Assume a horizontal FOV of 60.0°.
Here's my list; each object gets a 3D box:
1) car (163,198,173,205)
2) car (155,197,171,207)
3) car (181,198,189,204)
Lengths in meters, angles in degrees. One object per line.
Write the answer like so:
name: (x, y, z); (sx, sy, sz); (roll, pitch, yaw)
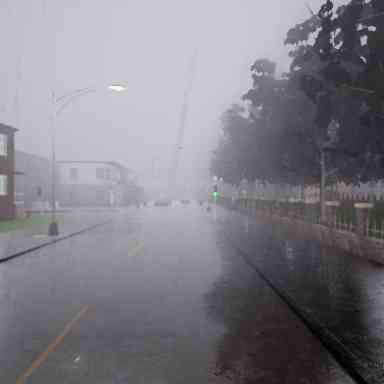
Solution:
car: (-5.681, 2.179, 79.453); (2.128, 1.511, 4.902); (0, 0, -1)
car: (-5.297, 1.671, 58.407); (2.097, 1.767, 4.553); (0, 0, -1)
car: (-1.638, 2.120, 77.538); (1.882, 1.535, 5.008); (0, 0, -1)
